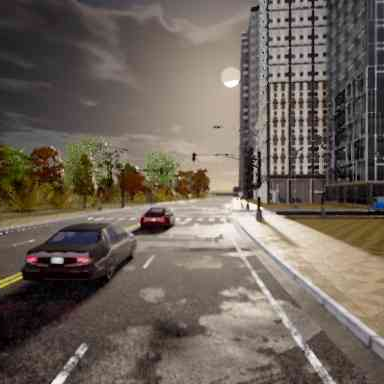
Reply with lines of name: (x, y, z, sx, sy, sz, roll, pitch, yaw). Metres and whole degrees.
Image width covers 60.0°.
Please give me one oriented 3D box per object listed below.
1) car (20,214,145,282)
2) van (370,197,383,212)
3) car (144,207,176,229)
car: (-2.972, 1.618, 10.005, 2.033, 1.411, 5.357, 0, -1, 2)
van: (23.977, 1.470, 40.555, 3.998, 1.788, 1.690, 0, 0, 7)
car: (-2.319, 1.738, 23.243, 1.994, 1.385, 4.181, 0, 0, 4)
